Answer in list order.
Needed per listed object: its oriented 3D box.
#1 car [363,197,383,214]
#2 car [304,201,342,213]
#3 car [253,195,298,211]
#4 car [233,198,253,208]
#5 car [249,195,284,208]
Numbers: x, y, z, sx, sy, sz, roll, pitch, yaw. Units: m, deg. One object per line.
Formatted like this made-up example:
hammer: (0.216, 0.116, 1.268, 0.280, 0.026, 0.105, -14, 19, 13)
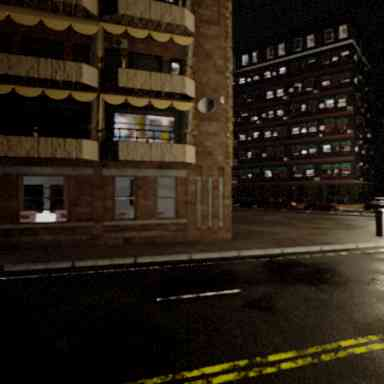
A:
car: (22.000, 1.727, 37.461, 4.902, 1.511, 2.128, 1, 0, 38)
car: (15.444, 1.752, 39.291, 4.206, 1.307, 1.802, 1, -1, 38)
car: (11.002, 1.439, 42.751, 5.009, 1.841, 2.192, 1, -1, 38)
car: (8.271, 1.598, 48.136, 4.892, 1.490, 1.837, 1, 0, 38)
car: (11.775, 1.443, 52.762, 5.009, 1.841, 2.192, 1, -1, 38)
